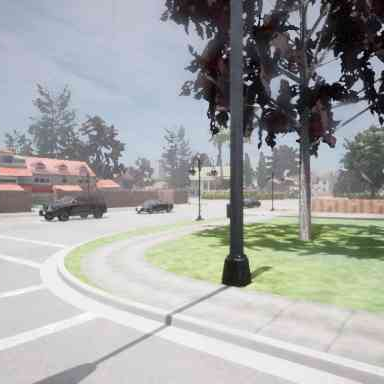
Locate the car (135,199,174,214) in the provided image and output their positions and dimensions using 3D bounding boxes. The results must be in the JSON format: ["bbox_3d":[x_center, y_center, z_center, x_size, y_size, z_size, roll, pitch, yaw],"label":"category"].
[{"bbox_3d":[-3.952,1.491,35.450,2.128,1.511,4.902,0,0,34],"label":"car"}]

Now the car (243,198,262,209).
[{"bbox_3d":[8.037,1.547,46.714,2.033,1.411,5.357,0,0,32],"label":"car"}]

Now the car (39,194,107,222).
[{"bbox_3d":[-9.524,1.222,27.226,2.150,2.045,5.566,0,0,34],"label":"car"}]
